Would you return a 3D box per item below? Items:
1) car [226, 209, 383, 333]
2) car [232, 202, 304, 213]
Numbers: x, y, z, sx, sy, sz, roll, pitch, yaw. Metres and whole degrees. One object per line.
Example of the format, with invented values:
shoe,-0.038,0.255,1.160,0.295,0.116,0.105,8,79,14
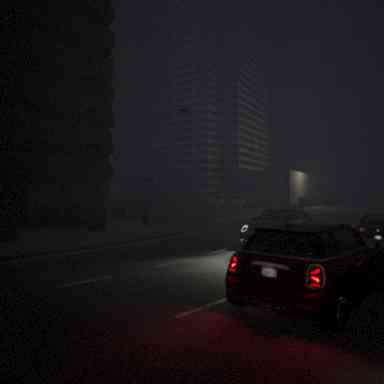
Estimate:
car,2.752,1.412,7.290,2.097,1.767,4.553,0,-1,42
car,3.793,1.465,14.379,2.097,1.767,4.553,0,0,34
